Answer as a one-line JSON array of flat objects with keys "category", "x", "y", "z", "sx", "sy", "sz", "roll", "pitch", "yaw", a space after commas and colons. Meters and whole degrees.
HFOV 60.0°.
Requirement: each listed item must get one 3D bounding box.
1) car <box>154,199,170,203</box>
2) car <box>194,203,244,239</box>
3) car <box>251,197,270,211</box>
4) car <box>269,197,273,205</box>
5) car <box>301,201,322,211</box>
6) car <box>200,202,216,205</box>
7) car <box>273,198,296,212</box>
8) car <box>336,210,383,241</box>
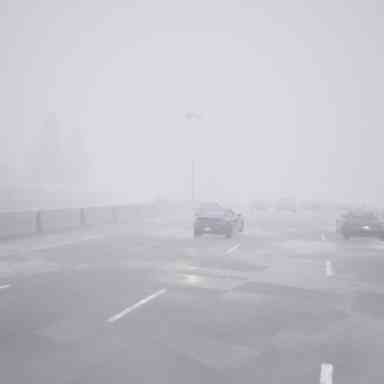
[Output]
[{"category": "car", "x": -4.549, "y": 1.284, "z": 51.269, "sx": 1.994, "sy": 1.385, "sz": 4.181, "roll": 1, "pitch": 0, "yaw": 9}, {"category": "car", "x": 1.499, "y": 1.556, "z": 17.628, "sx": 1.812, "sy": 1.442, "sz": 4.674, "roll": 1, "pitch": 0, "yaw": 20}, {"category": "car", "x": 8.557, "y": 1.669, "z": 43.021, "sx": 2.033, "sy": 1.411, "sz": 5.357, "roll": 1, "pitch": 0, "yaw": 10}, {"category": "car", "x": 14.385, "y": 1.722, "z": 63.628, "sx": 1.812, "sy": 1.442, "sz": 4.674, "roll": 1, "pitch": 0, "yaw": 3}, {"category": "car", "x": 15.853, "y": 1.788, "z": 44.486, "sx": 1.895, "sy": 1.301, "sz": 4.718, "roll": 1, "pitch": 0, "yaw": 8}, {"category": "car", "x": 1.550, "y": 1.591, "z": 28.925, "sx": 2.033, "sy": 1.411, "sz": 5.357, "roll": 1, "pitch": 0, "yaw": 14}, {"category": "car", "x": 11.413, "y": 1.498, "z": 40.688, "sx": 2.097, "sy": 1.767, "sz": 4.553, "roll": 0, "pitch": 0, "yaw": 11}, {"category": "car", "x": 8.846, "y": 1.659, "z": 17.548, "sx": 1.994, "sy": 1.385, "sz": 4.181, "roll": 1, "pitch": 0, "yaw": 18}]
